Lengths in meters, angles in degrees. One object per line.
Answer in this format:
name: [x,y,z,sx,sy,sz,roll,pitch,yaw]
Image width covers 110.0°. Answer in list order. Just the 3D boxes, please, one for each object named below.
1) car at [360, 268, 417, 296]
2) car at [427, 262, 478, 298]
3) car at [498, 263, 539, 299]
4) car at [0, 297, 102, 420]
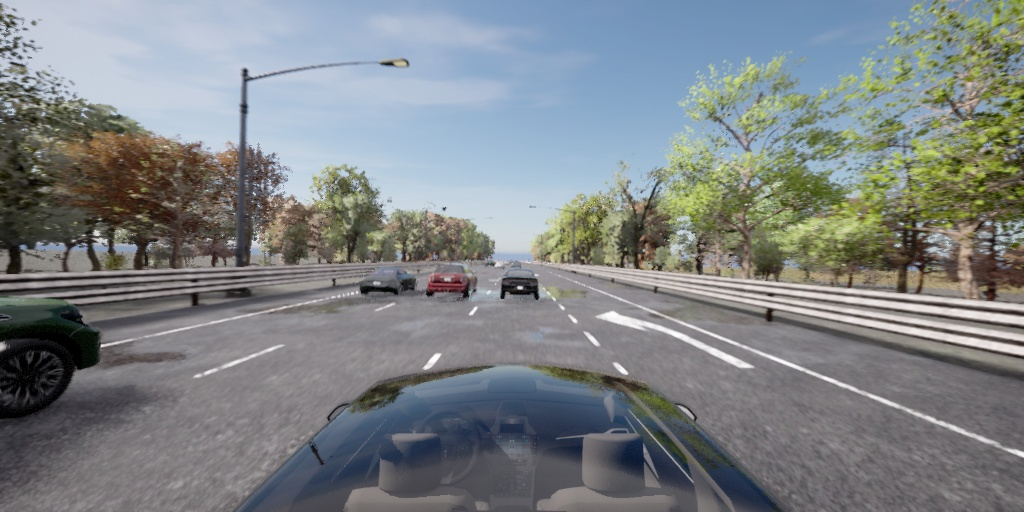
car: [-6.592,1.318,19.557,1.994,1.385,4.181,1,0,1]
car: [-3.088,1.175,19.396,2.097,1.767,4.553,1,0,1]
car: [0.409,1.372,19.374,1.882,1.535,5.008,1,0,1]
car: [-6.787,0.841,2.520,2.150,2.045,5.566,1,0,1]
